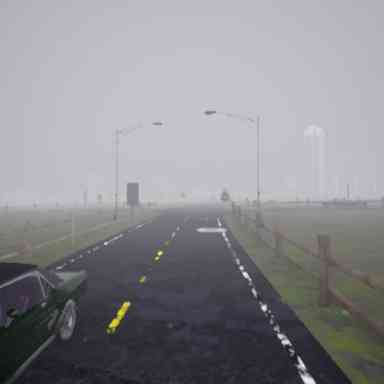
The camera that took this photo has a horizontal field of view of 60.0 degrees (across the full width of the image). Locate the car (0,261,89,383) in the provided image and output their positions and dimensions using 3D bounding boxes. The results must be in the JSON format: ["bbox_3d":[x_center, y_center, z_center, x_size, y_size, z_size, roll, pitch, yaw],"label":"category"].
[{"bbox_3d":[-2.804,1.615,3.769,1.895,1.301,4.718,0,0,1],"label":"car"}]

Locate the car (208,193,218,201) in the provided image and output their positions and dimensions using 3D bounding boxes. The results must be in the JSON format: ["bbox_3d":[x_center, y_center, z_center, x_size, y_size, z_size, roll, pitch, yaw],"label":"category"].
[{"bbox_3d":[5.830,1.422,91.118,2.150,2.045,5.566,0,0,10],"label":"car"}]

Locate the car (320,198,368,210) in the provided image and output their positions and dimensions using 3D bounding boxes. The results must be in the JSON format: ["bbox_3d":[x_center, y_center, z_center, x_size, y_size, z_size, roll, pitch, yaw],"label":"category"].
[{"bbox_3d":[17.051,1.367,37.440,4.718,1.301,1.895,-1,-1,15],"label":"car"}]
